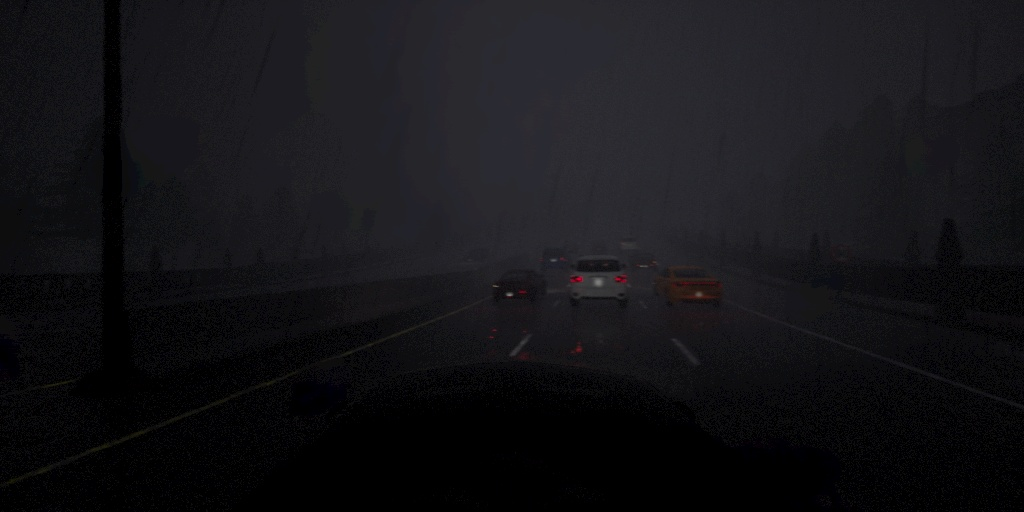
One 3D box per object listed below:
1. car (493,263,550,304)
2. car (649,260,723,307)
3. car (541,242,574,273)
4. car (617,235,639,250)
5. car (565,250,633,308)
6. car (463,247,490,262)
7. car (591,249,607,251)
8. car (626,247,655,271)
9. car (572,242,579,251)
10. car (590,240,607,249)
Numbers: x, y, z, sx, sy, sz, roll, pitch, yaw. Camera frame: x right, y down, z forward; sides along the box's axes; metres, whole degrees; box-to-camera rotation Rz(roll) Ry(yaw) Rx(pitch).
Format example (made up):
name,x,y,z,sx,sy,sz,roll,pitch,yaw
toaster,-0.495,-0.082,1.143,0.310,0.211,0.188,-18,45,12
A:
name,x,y,z,sx,sy,sz,roll,pitch,yaw
car,0.440,1.304,16.765,1.812,1.442,4.674,-1,1,14
car,7.273,1.151,15.239,1.882,1.535,5.008,-1,1,14
car,3.854,0.222,30.908,2.150,2.045,5.566,-1,5,14
car,14.215,-1.539,43.906,2.150,2.045,5.566,-1,7,14
car,3.749,0.952,15.591,2.150,2.045,5.566,-1,1,14
car,-4.114,-0.267,42.582,2.033,1.411,5.357,-1,7,14
car,7.261,0.502,30.086,2.033,1.411,5.357,-1,5,14
car,10.753,0.398,29.619,1.812,1.442,4.674,-1,5,14
car,7.422,-1.086,45.571,1.994,1.385,4.181,-1,7,14
car,10.817,-1.223,44.729,1.882,1.535,5.008,-1,7,14
